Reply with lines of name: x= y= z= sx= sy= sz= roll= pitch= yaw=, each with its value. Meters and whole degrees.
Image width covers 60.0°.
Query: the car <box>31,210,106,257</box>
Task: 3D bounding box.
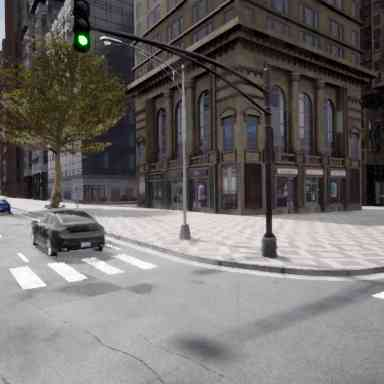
car: x=-4.912 y=1.476 z=12.924 sx=1.837 sy=1.490 sz=4.892 roll=-1 pitch=1 yaw=-36

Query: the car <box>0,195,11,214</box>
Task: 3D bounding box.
car: x=-19.522 y=1.408 z=33.384 sx=1.882 sy=1.535 sz=5.008 roll=-1 pitch=1 yaw=-36
